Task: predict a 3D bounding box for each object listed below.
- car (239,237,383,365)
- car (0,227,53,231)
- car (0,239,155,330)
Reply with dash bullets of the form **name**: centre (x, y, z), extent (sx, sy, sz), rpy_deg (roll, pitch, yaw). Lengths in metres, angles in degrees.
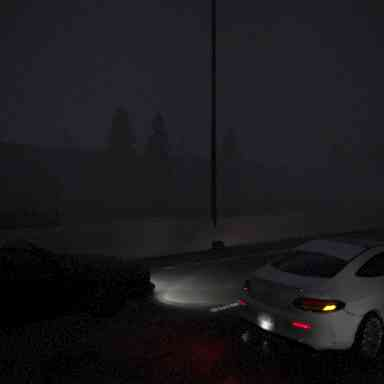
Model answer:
- **car**: centre (2.863, 1.529, 5.789), extent (4.674, 1.442, 1.812), rpy_deg (0, 0, -35)
- **car**: centre (-9.680, 1.566, 18.583), extent (4.181, 1.385, 1.994), rpy_deg (0, 0, -35)
- **car**: centre (-3.350, 1.547, 5.656), extent (5.357, 1.411, 2.033), rpy_deg (0, 0, -35)
